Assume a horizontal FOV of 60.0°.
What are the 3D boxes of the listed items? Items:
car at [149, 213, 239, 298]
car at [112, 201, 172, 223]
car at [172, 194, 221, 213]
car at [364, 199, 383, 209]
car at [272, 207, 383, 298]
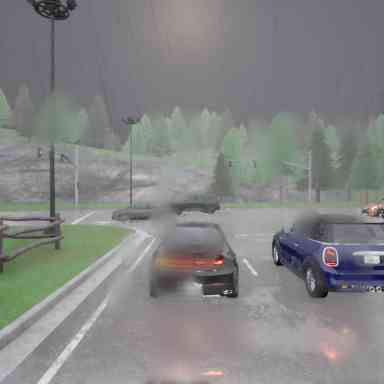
[{"bbox_3d":[0.051,1.505,8.502,1.837,1.490,4.892,0,0,0],"label":"car"},{"bbox_3d":[-3.914,1.564,25.196,4.181,1.385,1.994,0,0,-13],"label":"car"},{"bbox_3d":[0.106,1.221,33.246,5.566,2.045,2.150,0,0,-11],"label":"car"},{"bbox_3d":[16.922,1.352,28.454,4.553,1.767,2.097,0,0,-4],"label":"car"},{"bbox_3d":[3.552,1.352,8.667,2.097,1.767,4.553,0,0,0],"label":"car"}]
